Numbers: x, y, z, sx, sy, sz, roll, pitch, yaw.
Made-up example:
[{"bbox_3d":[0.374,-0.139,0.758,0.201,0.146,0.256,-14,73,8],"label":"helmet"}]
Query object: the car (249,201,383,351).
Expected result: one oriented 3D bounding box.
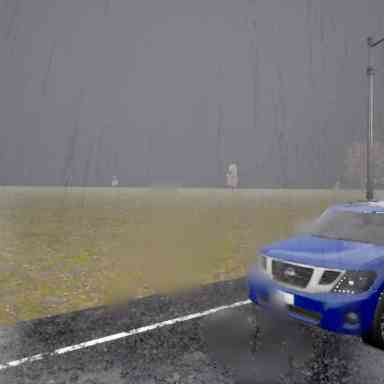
[{"bbox_3d":[3.646,1.222,6.566,5.566,2.045,2.150,0,0,-35],"label":"car"}]
